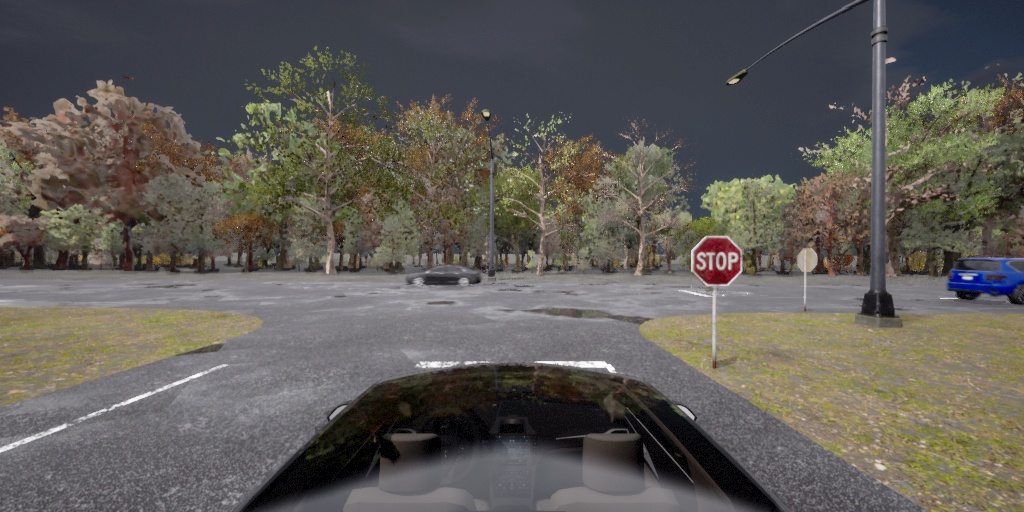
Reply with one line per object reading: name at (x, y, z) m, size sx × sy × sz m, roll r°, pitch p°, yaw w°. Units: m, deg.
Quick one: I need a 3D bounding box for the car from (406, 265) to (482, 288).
car at (-4.378, 1.301, 23.289) m, size 4.892 × 1.490 × 1.837 m, roll 0°, pitch 0°, yaw 0°

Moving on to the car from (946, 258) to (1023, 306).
car at (23.244, 1.100, 16.166) m, size 5.566 × 2.045 × 2.150 m, roll 0°, pitch 0°, yaw 1°
